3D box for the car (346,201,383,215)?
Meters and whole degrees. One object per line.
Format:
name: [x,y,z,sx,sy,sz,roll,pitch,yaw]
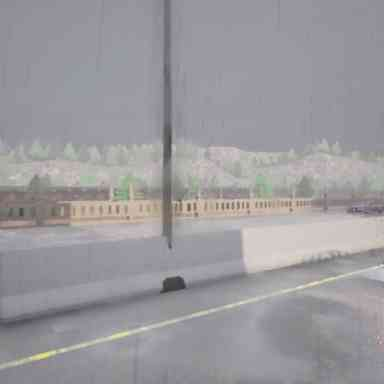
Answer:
car: [17.351,1.565,33.297,4.181,1.385,1.994,0,0,-33]
